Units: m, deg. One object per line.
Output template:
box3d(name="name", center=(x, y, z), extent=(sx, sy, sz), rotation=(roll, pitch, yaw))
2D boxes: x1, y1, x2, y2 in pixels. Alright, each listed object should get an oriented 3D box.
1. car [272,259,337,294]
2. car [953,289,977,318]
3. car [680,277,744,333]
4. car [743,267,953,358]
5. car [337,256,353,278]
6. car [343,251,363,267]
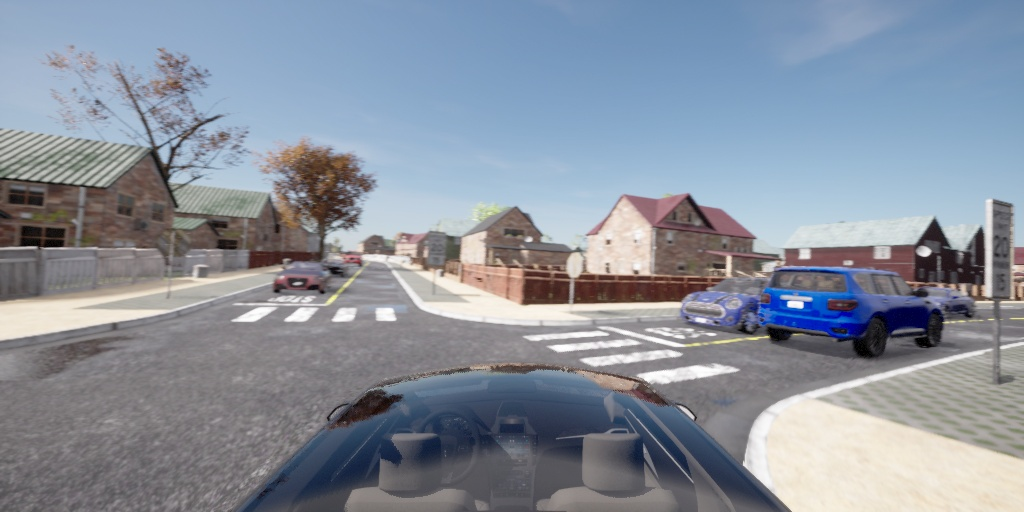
box3d(name="car", center=(-9.687, 0.947, 16.872), extent=(1.994, 1.385, 4.181), rotation=(4, -1, -22))
box3d(name="car", center=(21.254, 2.311, 18.089), extent=(4.674, 1.442, 1.812), rotation=(3, -2, -22))
box3d(name="car", center=(7.949, 1.512, 12.173), extent=(4.553, 1.767, 2.097), rotation=(3, -2, -25))
box3d(name="car", center=(9.144, 1.358, 9.674), extent=(5.566, 2.045, 2.150), rotation=(3, -2, -26))
box3d(name="car", center=(-13.564, 0.881, 27.316), extent=(1.895, 1.301, 4.718), rotation=(4, -1, -20))
box3d(name="car", center=(-20.932, 0.321, 47.382), extent=(2.150, 2.045, 5.566), rotation=(4, -1, -20))
